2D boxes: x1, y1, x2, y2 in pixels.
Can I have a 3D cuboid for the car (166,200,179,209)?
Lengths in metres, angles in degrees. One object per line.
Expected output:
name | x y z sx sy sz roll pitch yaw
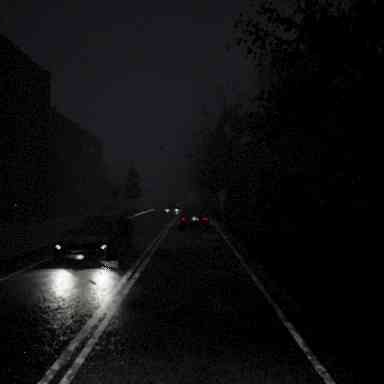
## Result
car | -3.147 2.037 54.056 1.837 1.490 4.892 0 -1 1

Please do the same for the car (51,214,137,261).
car | -3.337 1.563 12.550 2.033 1.411 5.357 0 0 0

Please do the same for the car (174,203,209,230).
car | 0.136 1.614 21.689 2.033 1.411 5.357 0 0 0
